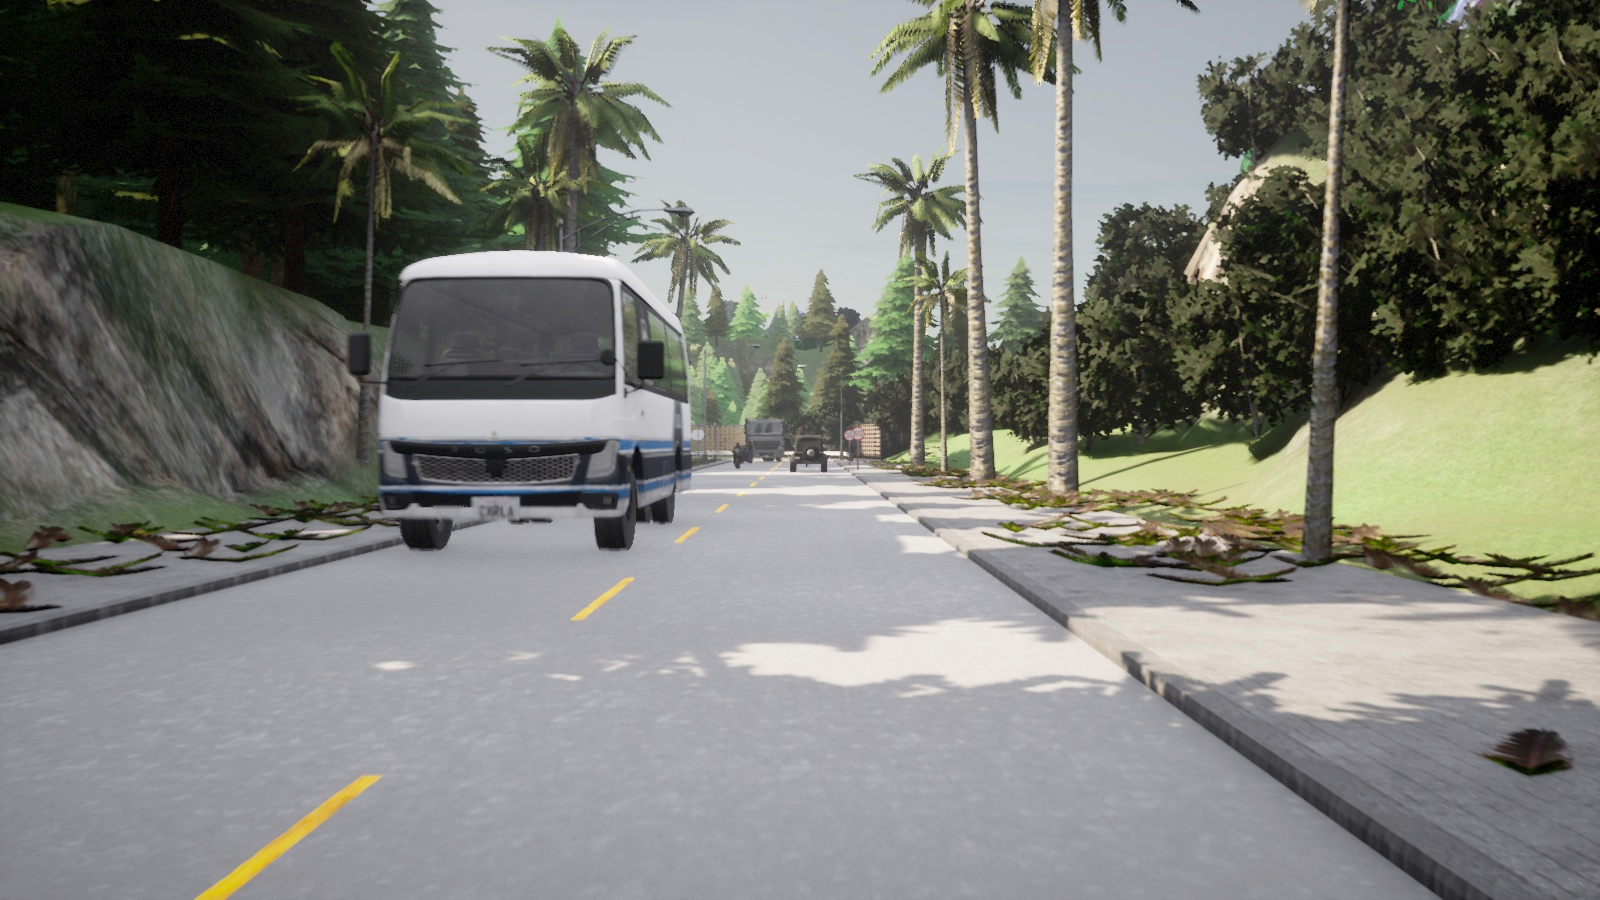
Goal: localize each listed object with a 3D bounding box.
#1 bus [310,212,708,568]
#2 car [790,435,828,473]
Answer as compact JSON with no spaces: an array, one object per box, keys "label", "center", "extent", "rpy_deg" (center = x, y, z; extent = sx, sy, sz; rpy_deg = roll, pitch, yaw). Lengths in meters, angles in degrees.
[{"label":"bus","center":[-3.865,-0.747,20.167],"extent":[3.944,4.253,10.273],"rpy_deg":[0,0,0]},{"label":"car","center":[0.458,0.177,64.812],"extent":[1.905,1.878,3.866],"rpy_deg":[0,0,0]}]
